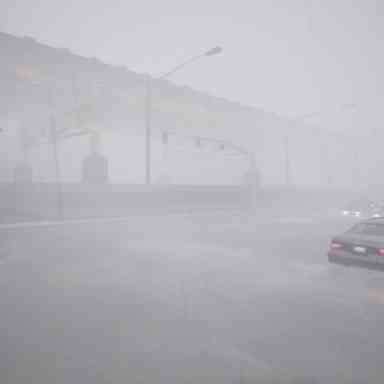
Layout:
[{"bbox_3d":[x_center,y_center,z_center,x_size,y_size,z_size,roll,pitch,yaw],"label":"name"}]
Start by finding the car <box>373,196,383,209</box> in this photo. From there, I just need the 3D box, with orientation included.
[{"bbox_3d":[24.256,1.250,41.105,4.674,1.442,1.812,0,1,-42],"label":"car"}]

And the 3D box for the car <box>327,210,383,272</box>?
[{"bbox_3d":[6.035,1.477,9.992,5.357,1.411,2.033,0,1,-42],"label":"car"}]

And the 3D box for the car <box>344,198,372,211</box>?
[{"bbox_3d":[17.808,1.300,35.267,4.181,1.385,1.994,0,1,-42],"label":"car"}]

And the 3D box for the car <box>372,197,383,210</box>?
[{"bbox_3d":[19.638,1.266,32.217,5.008,1.535,1.882,0,1,-42],"label":"car"}]
